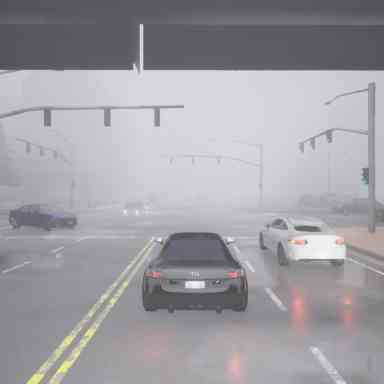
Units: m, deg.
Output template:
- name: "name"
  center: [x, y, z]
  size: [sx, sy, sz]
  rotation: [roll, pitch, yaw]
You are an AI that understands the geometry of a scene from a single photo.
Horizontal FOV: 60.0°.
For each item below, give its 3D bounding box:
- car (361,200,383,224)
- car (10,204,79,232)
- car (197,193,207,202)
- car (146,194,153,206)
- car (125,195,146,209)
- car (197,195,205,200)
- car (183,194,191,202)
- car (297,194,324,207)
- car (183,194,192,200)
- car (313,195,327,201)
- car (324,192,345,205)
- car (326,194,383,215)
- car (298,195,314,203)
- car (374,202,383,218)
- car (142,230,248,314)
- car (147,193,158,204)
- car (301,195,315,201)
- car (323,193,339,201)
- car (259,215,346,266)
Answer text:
- name: "car"
  center: [14.623, 1.477, 22.488]
  size: [5.008, 1.535, 1.882]
  rotation: [0, 0, 0]
- name: "car"
  center: [-8.943, 1.478, 20.105]
  size: [5.008, 1.535, 1.882]
  rotation: [0, -2, 33]
- name: "car"
  center: [2.395, 1.223, 77.011]
  size: [2.150, 2.045, 5.566]
  rotation: [0, 0, 0]
- name: "car"
  center: [-8.050, 1.526, 55.436]
  size: [1.812, 1.442, 4.674]
  rotation: [0, 0, 0]
- name: "car"
  center: [-7.999, 1.478, 46.156]
  size: [1.882, 1.535, 5.008]
  rotation: [0, 0, 0]
- name: "car"
  center: [2.334, 1.378, 86.079]
  size: [1.994, 1.385, 4.181]
  rotation: [0, 0, 0]
- name: "car"
  center: [-1.105, 1.593, 76.985]
  size: [1.895, 1.301, 4.718]
  rotation: [0, 0, 0]
- name: "car"
  center: [16.640, 1.153, 47.408]
  size: [1.932, 1.855, 4.605]
  rotation: [0, 0, 0]
- name: "car"
  center: [-1.166, 1.351, 86.056]
  size: [2.128, 1.511, 4.902]
  rotation: [0, 0, 0]
- name: "car"
  center: [30.802, 1.364, 79.966]
  size: [1.784, 1.438, 3.905]
  rotation: [0, 0, 0]
- name: "car"
  center: [19.534, 1.156, 47.363]
  size: [1.905, 1.878, 3.866]
  rotation: [0, 0, 0]
- name: "car"
  center: [16.350, 1.352, 33.180]
  size: [4.553, 1.767, 2.097]
  rotation: [0, 0, 1]
- name: "car"
  center: [22.186, 1.395, 64.838]
  size: [1.970, 1.475, 3.806]
  rotation: [0, 0, 0]
- name: "car"
  center: [19.147, 1.601, 29.649]
  size: [4.718, 1.301, 1.895]
  rotation: [0, 0, 1]
- name: "car"
  center: [0.066, 1.564, 7.725]
  size: [1.994, 1.385, 4.181]
  rotation: [0, 0, 0]
- name: "car"
  center: [-8.059, 1.221, 66.089]
  size: [2.150, 2.045, 5.566]
  rotation: [0, 0, 0]
- name: "car"
  center: [27.907, 1.395, 79.958]
  size: [1.970, 1.475, 3.806]
  rotation: [0, 0, 0]
- name: "car"
  center: [33.485, 1.153, 80.025]
  size: [1.932, 1.855, 4.605]
  rotation: [0, 0, 0]
- name: "car"
  center: [3.581, 1.526, 11.385]
  size: [1.812, 1.442, 4.674]
  rotation: [0, 0, 0]
